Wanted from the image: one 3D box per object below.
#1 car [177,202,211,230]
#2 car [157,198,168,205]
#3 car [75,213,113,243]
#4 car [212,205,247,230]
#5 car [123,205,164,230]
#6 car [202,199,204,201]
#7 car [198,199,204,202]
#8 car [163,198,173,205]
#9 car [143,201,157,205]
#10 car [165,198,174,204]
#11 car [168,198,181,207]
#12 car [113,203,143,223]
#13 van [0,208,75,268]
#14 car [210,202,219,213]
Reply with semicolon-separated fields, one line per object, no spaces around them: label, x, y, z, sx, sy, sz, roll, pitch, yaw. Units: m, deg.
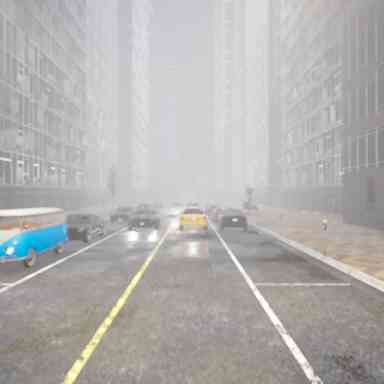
car;0.098;1.697;23.262;1.801;1.575;5.366;0;-1;0
car;-5.697;2.114;56.979;1.887;1.381;4.507;0;-1;0
car;-5.695;1.746;17.135;1.947;1.339;4.313;0;-1;0
car;2.686;1.803;22.819;1.947;1.339;4.313;0;-1;0
car;-3.102;1.801;22.712;1.994;1.385;4.181;0;-1;0
car;2.684;2.006;45.589;1.887;1.381;4.507;0;-1;0
car;0.097;1.971;41.726;2.033;1.411;5.357;0;-1;0
car;-5.699;2.212;79.749;1.967;1.590;4.097;0;0;0
car;-5.696;1.972;39.903;1.947;1.339;4.313;0;-1;0
car;-5.699;2.261;85.441;1.967;1.590;4.097;0;0;0
car;-3.031;2.195;64.066;1.994;1.385;4.181;0;-1;1
car;-5.695;1.861;28.519;1.947;1.339;4.313;0;-1;0
van;-5.695;1.463;11.444;1.690;1.788;3.998;0;-1;0
car;2.685;1.839;28.512;1.887;1.381;4.507;0;-1;0
